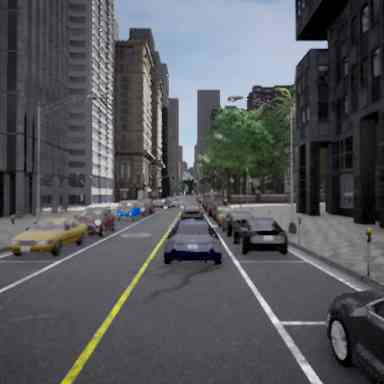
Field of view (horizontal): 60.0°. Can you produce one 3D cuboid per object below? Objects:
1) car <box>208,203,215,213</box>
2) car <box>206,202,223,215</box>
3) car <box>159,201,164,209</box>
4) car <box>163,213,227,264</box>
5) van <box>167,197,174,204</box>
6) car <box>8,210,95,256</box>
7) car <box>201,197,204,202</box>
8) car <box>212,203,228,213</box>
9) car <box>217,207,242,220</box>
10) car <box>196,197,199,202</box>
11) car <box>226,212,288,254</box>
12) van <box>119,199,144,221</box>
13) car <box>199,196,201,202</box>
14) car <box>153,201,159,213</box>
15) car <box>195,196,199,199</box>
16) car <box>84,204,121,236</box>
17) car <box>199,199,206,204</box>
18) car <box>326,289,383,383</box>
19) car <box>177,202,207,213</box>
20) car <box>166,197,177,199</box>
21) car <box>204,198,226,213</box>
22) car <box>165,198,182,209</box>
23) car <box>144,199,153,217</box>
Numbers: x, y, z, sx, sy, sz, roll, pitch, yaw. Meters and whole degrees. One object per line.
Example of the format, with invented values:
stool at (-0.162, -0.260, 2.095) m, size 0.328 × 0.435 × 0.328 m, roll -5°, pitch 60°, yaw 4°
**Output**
car at (2.751, 1.928, 30.538) m, size 1.802 × 1.307 × 4.206 m, roll 0°, pitch -1°, yaw 0°
car at (2.747, 1.997, 41.682) m, size 1.752 × 1.417 × 4.829 m, roll 0°, pitch -1°, yaw 0°
car at (-5.784, 2.214, 57.987) m, size 1.947 × 1.339 × 4.313 m, roll 0°, pitch -1°, yaw 0°
car at (0.042, 1.708, 12.458) m, size 1.994 × 1.385 × 4.181 m, roll 0°, pitch -1°, yaw 1°
van at (-5.794, 2.303, 89.967) m, size 1.690 × 1.788 × 3.998 m, roll 0°, pitch -1°, yaw 0°
car at (-5.769, 1.684, 13.917) m, size 1.752 × 1.417 × 4.829 m, roll 0°, pitch -1°, yaw 0°
car at (2.745, 1.846, 47.000) m, size 2.192 × 1.841 × 5.009 m, roll 0°, pitch -1°, yaw 0°
car at (2.752, 1.812, 25.223) m, size 1.752 × 1.417 × 4.829 m, roll 0°, pitch -1°, yaw 0°
car at (2.754, 1.789, 19.566) m, size 1.947 × 1.339 × 4.313 m, roll 0°, pitch -1°, yaw 0°
car at (2.733, 2.477, 84.529) m, size 1.947 × 1.339 × 4.313 m, roll 0°, pitch -1°, yaw 0°
car at (2.756, 1.727, 14.080) m, size 1.947 × 1.339 × 4.313 m, roll 0°, pitch -1°, yaw 0°
van at (-5.775, 1.687, 30.551) m, size 1.690 × 1.788 × 3.998 m, roll 0°, pitch -1°, yaw 0°
car at (2.742, 1.964, 57.974) m, size 2.192 × 1.841 × 5.009 m, roll 0°, pitch -1°, yaw 0°
car at (-5.779, 1.784, 41.526) m, size 2.192 × 1.841 × 5.009 m, roll 0°, pitch -1°, yaw 0°
car at (2.730, 2.454, 95.370) m, size 1.967 × 1.590 × 4.097 m, roll 0°, pitch -1°, yaw 0°
car at (-5.771, 1.662, 19.576) m, size 1.967 × 1.590 × 4.097 m, roll 0°, pitch -1°, yaw 0°
car at (2.731, 2.545, 89.948) m, size 1.802 × 1.307 × 4.206 m, roll 0°, pitch -1°, yaw 0°
car at (2.760, 1.588, 3.107) m, size 2.008 × 1.369 × 4.403 m, roll 0°, pitch -1°, yaw 0°
car at (0.036, 1.816, 27.312) m, size 1.837 × 1.490 × 4.892 m, roll 0°, pitch 0°, yaw 0°
car at (-5.792, 2.226, 84.548) m, size 2.192 × 1.841 × 5.009 m, roll 0°, pitch -1°, yaw 0°
car at (2.749, 1.723, 36.028) m, size 2.192 × 1.841 × 5.009 m, roll 0°, pitch -1°, yaw 0°
car at (-3.067, 2.202, 56.877) m, size 1.994 × 1.385 × 4.181 m, roll 0°, pitch -1°, yaw 1°
car at (-5.777, 1.848, 36.037) m, size 1.967 × 1.590 × 4.097 m, roll 0°, pitch -1°, yaw 0°
